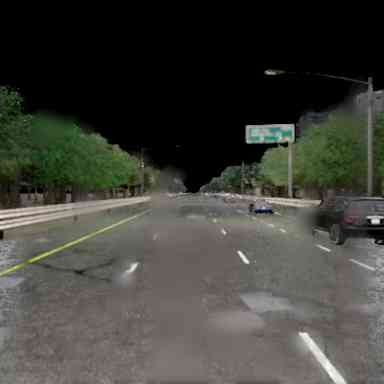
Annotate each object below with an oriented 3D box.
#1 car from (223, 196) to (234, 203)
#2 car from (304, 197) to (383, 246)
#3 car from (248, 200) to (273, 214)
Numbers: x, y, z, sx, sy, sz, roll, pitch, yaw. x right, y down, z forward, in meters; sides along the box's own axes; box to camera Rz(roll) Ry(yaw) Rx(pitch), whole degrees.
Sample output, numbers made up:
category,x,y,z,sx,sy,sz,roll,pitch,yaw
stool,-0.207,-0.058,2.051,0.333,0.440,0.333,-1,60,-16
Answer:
category,x,y,z,sx,sy,sz,roll,pitch,yaw
car,7.188,1.494,65.580,2.033,1.411,5.357,0,0,0
car,7.017,1.219,15.385,2.150,2.045,5.566,0,0,0
car,7.074,1.548,34.687,1.994,1.385,4.181,0,0,0
